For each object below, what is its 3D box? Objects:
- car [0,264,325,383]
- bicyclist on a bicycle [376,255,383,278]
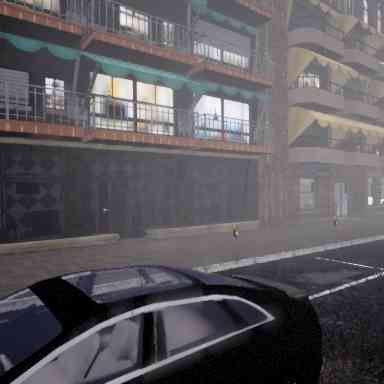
[{"bbox_3d":[-0.870,1.491,2.726,4.902,1.511,2.128,0,0,-37],"label":"car"},{"bbox_3d":[5.339,1.453,8.147,0.582,1.620,1.656,0,-2,-37],"label":"bicyclist on a bicycle"}]
